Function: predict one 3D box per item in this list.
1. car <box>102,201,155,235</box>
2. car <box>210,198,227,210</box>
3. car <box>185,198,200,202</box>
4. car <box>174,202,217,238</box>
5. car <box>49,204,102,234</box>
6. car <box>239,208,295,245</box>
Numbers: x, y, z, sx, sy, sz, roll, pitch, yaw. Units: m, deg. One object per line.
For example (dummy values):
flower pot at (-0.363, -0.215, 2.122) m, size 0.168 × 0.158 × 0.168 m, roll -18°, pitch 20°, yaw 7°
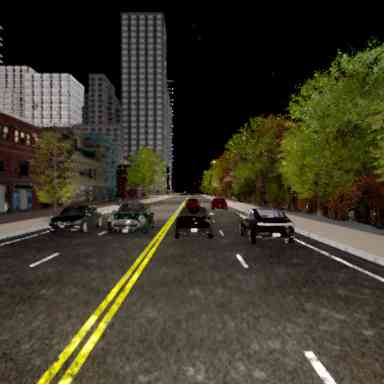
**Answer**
car at (-3.342, 1.351, 18.900) m, size 2.097 × 1.767 × 4.553 m, roll 0°, pitch 0°, yaw 0°
car at (3.350, 1.468, 42.062) m, size 1.882 × 1.535 × 5.008 m, roll 0°, pitch 0°, yaw 0°
car at (0.100, 1.516, 42.449) m, size 1.812 × 1.442 × 4.674 m, roll 0°, pitch 0°, yaw 0°
car at (0.100, 1.503, 17.681) m, size 1.837 × 1.490 × 4.892 m, roll 0°, pitch 0°, yaw 0°
car at (-6.592, 1.504, 19.317) m, size 1.837 × 1.490 × 4.892 m, roll 0°, pitch 0°, yaw 0°
car at (3.350, 1.490, 15.597) m, size 2.128 × 1.511 × 4.902 m, roll 0°, pitch 0°, yaw 0°
